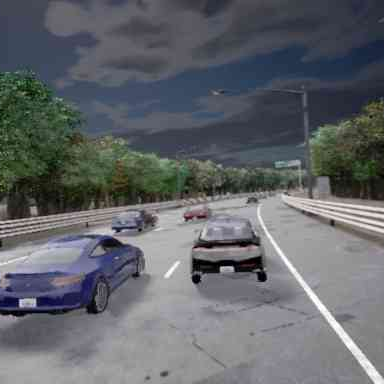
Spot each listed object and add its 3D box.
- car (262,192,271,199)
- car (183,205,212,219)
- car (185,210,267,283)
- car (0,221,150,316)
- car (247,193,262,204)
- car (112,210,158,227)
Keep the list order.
[{"bbox_3d":[17.780,1.089,83.289,2.128,1.511,4.902,-4,0,18],"label":"car"},{"bbox_3d":[0.594,1.793,28.809,1.895,1.301,4.718,-3,0,10],"label":"car"},{"bbox_3d":[1.081,1.508,9.788,2.128,1.511,4.902,-4,0,7],"label":"car"},{"bbox_3d":[-2.548,1.742,7.998,1.812,1.442,4.674,-3,0,7],"label":"car"},{"bbox_3d":[11.122,1.315,60.775,1.837,1.490,4.892,-4,0,15],"label":"car"},{"bbox_3d":[-3.902,1.963,23.265,2.033,1.411,5.357,-3,0,9],"label":"car"}]
